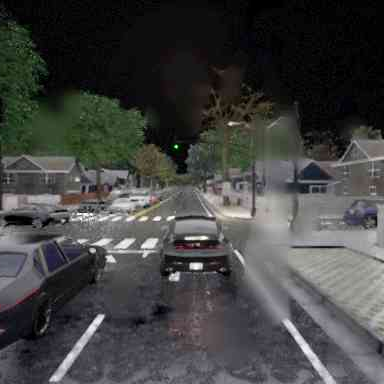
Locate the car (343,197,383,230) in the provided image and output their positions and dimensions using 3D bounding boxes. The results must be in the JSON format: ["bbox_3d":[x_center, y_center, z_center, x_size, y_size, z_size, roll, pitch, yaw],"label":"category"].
[{"bbox_3d":[11.191,1.175,19.000,4.553,1.767,2.097,0,1,-3],"label":"car"}]

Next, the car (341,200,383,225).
[{"bbox_3d":[12.584,1.313,21.965,4.674,1.442,1.812,0,0,-2],"label":"car"}]

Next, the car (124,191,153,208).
[{"bbox_3d":[-6.601,0.923,41.928,2.150,2.045,5.566,0,1,0],"label":"car"}]

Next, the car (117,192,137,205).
[{"bbox_3d":[-9.839,0.925,50.736,2.097,1.767,4.553,0,1,0],"label":"car"}]

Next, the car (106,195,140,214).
[{"bbox_3d":[-6.599,1.312,32.250,1.812,1.442,4.674,0,0,0],"label":"car"}]

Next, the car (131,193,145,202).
[{"bbox_3d":[-9.768,0.935,60.408,1.994,1.385,4.181,0,1,0],"label":"car"}]

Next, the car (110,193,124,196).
[{"bbox_3d":[-9.850,1.052,42.035,2.097,1.767,4.553,0,1,0],"label":"car"}]

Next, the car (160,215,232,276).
[{"bbox_3d":[0.099,1.458,10.143,1.837,1.490,4.892,0,0,0],"label":"car"}]

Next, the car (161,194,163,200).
[{"bbox_3d":[-6.518,0.840,62.036,1.837,1.490,4.892,0,1,0],"label":"car"}]

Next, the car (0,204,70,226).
[{"bbox_3d":[-9.816,1.467,20.370,4.902,1.511,2.128,0,0,22],"label":"car"}]

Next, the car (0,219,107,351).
[{"bbox_3d":[-3.152,1.523,6.397,2.033,1.411,5.357,0,0,0],"label":"car"}]

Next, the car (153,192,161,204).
[{"bbox_3d":[-6.584,0.905,51.817,2.097,1.767,4.553,0,1,0],"label":"car"}]

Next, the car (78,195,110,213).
[{"bbox_3d":[-9.857,1.342,33.347,1.994,1.385,4.181,0,0,0],"label":"car"}]
